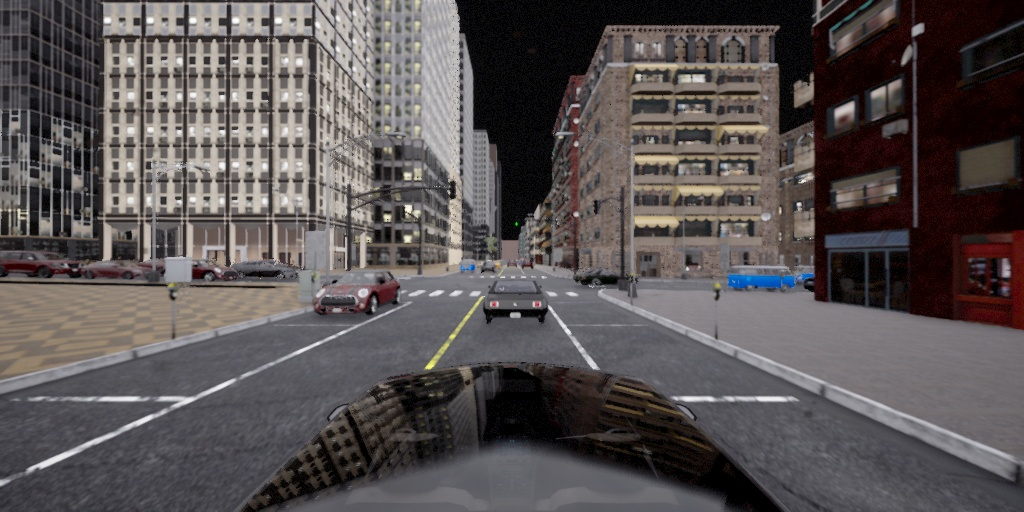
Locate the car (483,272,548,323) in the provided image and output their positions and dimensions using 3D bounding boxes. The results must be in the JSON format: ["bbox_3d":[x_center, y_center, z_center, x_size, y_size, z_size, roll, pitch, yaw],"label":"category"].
[{"bbox_3d":[0.102,1.405,12.373,1.895,1.301,4.718,0,0,0],"label":"car"}]

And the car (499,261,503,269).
[{"bbox_3d":[-3.028,1.557,63.255,1.882,1.535,5.008,0,0,1],"label":"car"}]

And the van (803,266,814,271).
[{"bbox_3d":[27.923,1.813,32.911,3.998,1.789,1.690,0,0,0],"label":"van"}]

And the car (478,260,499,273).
[{"bbox_3d":[-3.075,1.493,47.090,1.837,1.490,4.892,0,0,0],"label":"car"}]

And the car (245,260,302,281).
[{"bbox_3d":[-18.426,1.046,27.028,4.902,1.511,2.128,1,0,0],"label":"car"}]

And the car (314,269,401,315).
[{"bbox_3d":[-5.689,1.250,13.658,1.967,1.591,4.097,0,0,0],"label":"car"}]

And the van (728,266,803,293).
[{"bbox_3d":[16.915,1.569,24.370,3.998,1.789,1.690,0,0,0],"label":"van"}]

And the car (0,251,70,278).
[{"bbox_3d":[-32.293,0.593,24.407,5.009,1.841,2.192,0,0,0],"label":"car"}]

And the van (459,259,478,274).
[{"bbox_3d":[-5.685,1.324,46.132,1.690,1.789,3.998,0,0,0],"label":"van"}]

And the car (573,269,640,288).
[{"bbox_3d":[7.143,1.650,26.963,4.718,1.301,1.895,1,0,-16],"label":"car"}]

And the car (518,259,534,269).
[{"bbox_3d":[2.698,1.392,62.785,2.192,1.841,5.009,0,0,0],"label":"car"}]

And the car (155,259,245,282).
[{"bbox_3d":[-21.144,0.933,24.429,4.097,1.591,1.967,0,0,0],"label":"car"}]

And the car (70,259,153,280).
[{"bbox_3d":[-26.718,0.968,24.418,4.207,1.307,1.802,0,0,0],"label":"car"}]

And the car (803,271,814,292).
[{"bbox_3d":[22.455,1.902,24.551,4.313,1.339,1.948,0,0,0],"label":"car"}]
